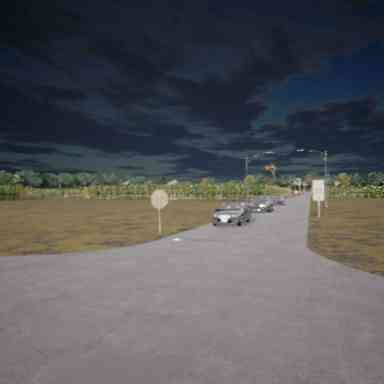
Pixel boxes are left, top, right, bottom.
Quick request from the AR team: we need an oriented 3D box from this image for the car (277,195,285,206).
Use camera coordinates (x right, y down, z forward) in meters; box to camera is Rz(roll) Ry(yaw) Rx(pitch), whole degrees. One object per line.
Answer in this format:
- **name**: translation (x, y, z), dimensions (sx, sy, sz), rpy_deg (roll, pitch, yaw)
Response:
- **car**: translation (13.131, 1.298, 50.789), dimensions (1.837, 1.490, 4.892), rpy_deg (-1, -1, 20)

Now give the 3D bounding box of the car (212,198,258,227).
- **car**: translation (2.756, 1.404, 22.197), dimensions (2.128, 1.511, 4.902), rpy_deg (-1, 0, 20)

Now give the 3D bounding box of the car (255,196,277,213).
- **car**: translation (7.389, 1.200, 35.067), dimensions (2.097, 1.767, 4.553), rpy_deg (-1, 0, 20)
